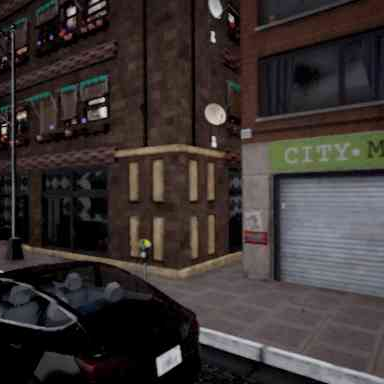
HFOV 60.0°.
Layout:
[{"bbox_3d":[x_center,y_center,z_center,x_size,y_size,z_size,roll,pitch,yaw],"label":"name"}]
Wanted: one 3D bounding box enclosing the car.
[{"bbox_3d":[-1.901,1.568,4.240,4.313,1.339,1.947,0,0,36],"label":"car"}]
